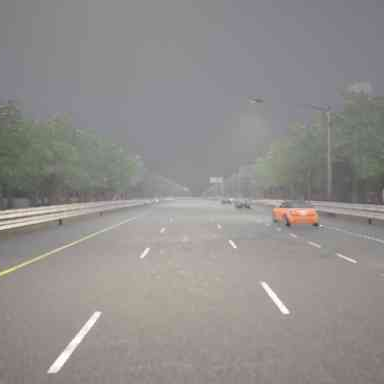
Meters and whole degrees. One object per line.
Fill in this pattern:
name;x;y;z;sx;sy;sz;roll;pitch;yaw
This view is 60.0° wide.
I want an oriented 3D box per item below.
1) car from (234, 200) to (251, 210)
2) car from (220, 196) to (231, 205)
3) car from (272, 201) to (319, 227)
car;7.145;1.839;47.947;1.895;1.301;4.718;0;-1;0
car;7.323;1.920;73.192;2.097;1.767;4.553;0;-1;0
car;7.040;1.395;23.148;2.097;1.767;4.553;0;0;0
